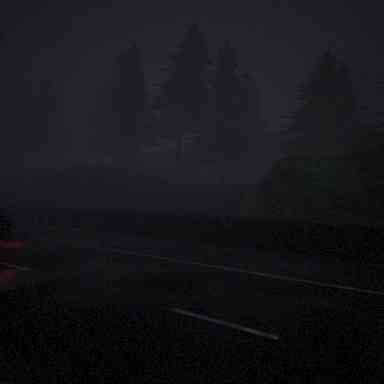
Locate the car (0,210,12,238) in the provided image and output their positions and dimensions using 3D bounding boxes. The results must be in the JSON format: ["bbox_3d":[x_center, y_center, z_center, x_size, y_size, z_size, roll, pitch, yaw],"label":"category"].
[{"bbox_3d":[-10.412,1.371,15.741,4.892,1.490,1.837,0,0,36],"label":"car"}]
